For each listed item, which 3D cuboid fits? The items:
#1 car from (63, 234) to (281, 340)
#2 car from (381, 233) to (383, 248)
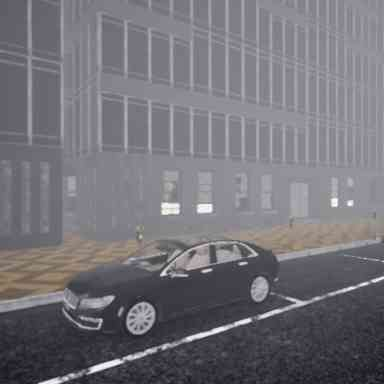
[{"bbox_3d":[-0.154,1.546,6.450,4.403,1.369,2.008,0,0,-35],"label":"car"},{"bbox_3d":[9.114,1.563,13.060,4.206,1.307,1.802,0,0,-35],"label":"car"}]
